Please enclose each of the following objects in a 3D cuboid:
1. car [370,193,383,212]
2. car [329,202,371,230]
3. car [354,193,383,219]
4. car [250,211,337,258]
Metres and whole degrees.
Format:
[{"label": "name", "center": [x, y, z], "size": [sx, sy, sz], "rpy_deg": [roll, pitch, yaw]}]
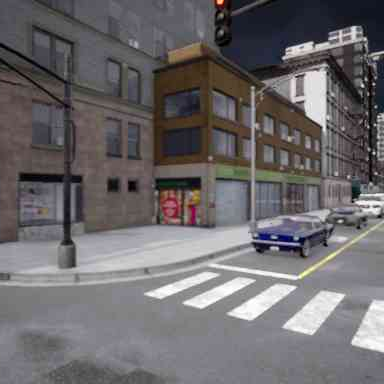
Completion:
[{"label": "car", "center": [22.114, 1.178, 38.346], "size": [2.150, 2.045, 5.566], "rpy_deg": [0, 0, 35]}, {"label": "car", "center": [9.852, 1.545, 21.204], "size": [1.994, 1.385, 4.181], "rpy_deg": [0, 0, 35]}, {"label": "car", "center": [15.973, 1.189, 29.783], "size": [2.150, 2.045, 5.566], "rpy_deg": [0, 0, 36]}, {"label": "car", "center": [4.044, 1.595, 13.031], "size": [1.895, 1.301, 4.718], "rpy_deg": [0, 0, 35]}]
